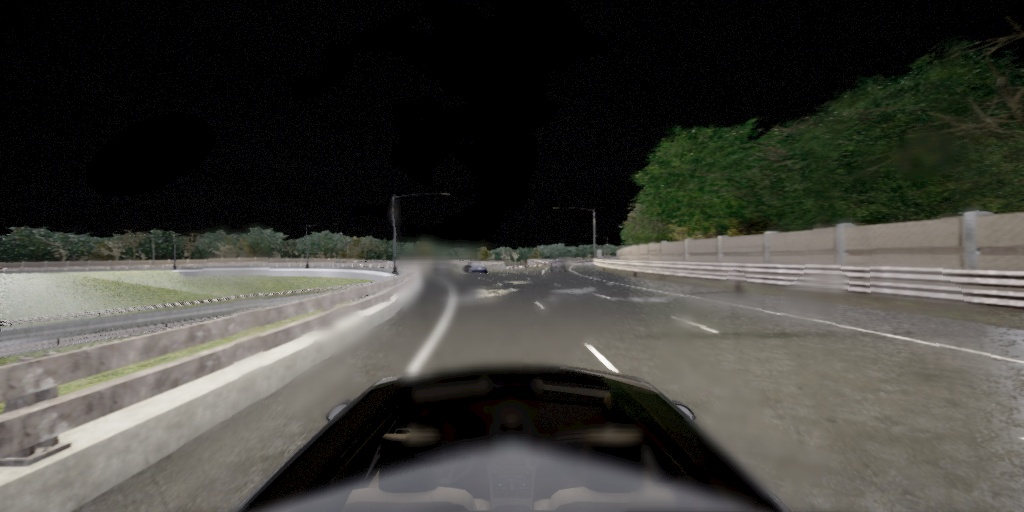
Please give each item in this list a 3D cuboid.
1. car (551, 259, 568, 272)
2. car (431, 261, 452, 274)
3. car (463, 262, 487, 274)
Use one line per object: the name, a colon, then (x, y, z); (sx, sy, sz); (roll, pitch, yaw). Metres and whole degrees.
car: (5.771, 1.122, 43.934); (2.128, 1.511, 4.902); (-1, 0, 6)
car: (-8.657, 1.408, 43.687); (2.128, 1.511, 4.902); (-1, 0, -24)
car: (-4.402, 1.397, 42.572); (1.994, 1.385, 4.181); (-1, 0, -22)
